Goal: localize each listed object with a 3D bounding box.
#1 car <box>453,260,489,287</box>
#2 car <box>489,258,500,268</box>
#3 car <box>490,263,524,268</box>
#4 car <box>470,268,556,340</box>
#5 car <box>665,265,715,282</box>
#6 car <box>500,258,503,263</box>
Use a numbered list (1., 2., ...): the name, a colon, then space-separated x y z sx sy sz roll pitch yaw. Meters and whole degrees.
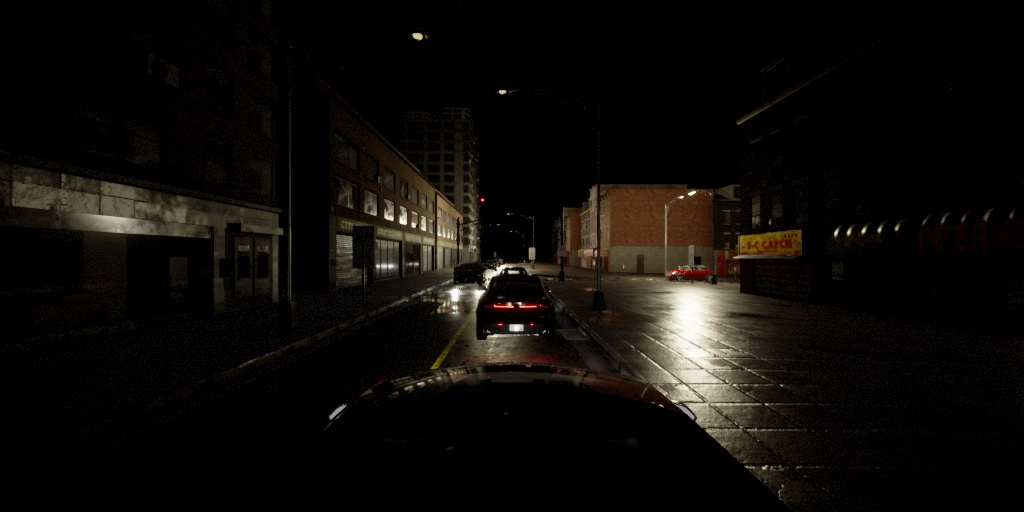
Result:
1. car: -2.870 1.229 24.942 1.882 1.535 5.008 0 0 0
2. car: -2.887 1.256 46.400 1.837 1.490 4.892 0 0 0
3. car: 0.093 1.298 19.546 2.033 1.411 5.357 0 0 0
4. car: 0.085 1.255 9.935 1.837 1.490 4.892 0 0 0
5. car: 16.332 1.574 33.134 4.097 1.591 1.967 0 0 0
6. car: -2.878 1.244 60.724 1.837 1.490 4.892 0 1 0
